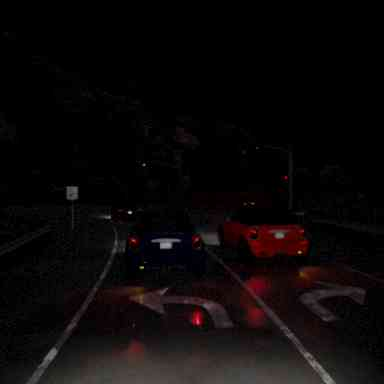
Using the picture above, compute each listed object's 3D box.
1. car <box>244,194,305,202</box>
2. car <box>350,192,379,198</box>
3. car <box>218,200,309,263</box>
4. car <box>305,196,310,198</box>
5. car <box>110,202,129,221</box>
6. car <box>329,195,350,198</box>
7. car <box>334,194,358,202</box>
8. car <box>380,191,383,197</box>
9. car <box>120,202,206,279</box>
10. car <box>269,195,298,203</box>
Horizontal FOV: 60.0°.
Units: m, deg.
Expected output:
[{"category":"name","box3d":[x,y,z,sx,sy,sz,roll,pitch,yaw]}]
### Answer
[{"category":"car","box3d":[7.425,1.166,31.348,5.566,2.045,2.150,0,-1,-19]},{"category":"car","box3d":[35.501,1.069,69.411,5.566,2.045,2.150,0,0,-23]},{"category":"car","box3d":[2.360,1.332,12.158,2.097,1.767,4.553,0,0,-8]},{"category":"car","box3d":[20.818,1.402,64.595,4.674,1.442,1.812,0,0,-16]},{"category":"car","box3d":[-5.523,1.543,27.470,1.994,1.385,4.181,0,0,-22]},{"category":"car","box3d":[24.929,1.441,58.535,4.181,1.385,1.994,0,0,-16]},{"category":"car","box3d":[33.529,1.322,72.366,5.008,1.535,1.882,0,0,-23]},{"category":"car","box3d":[46.855,0.650,80.166,5.566,2.045,2.150,0,0,-38]},{"category":"car","box3d":[-0.905,1.339,10.294,2.097,1.767,4.553,0,0,-7]},{"category":"car","box3d":[18.595,1.417,67.585,5.357,1.411,2.033,0,0,-16]}]
